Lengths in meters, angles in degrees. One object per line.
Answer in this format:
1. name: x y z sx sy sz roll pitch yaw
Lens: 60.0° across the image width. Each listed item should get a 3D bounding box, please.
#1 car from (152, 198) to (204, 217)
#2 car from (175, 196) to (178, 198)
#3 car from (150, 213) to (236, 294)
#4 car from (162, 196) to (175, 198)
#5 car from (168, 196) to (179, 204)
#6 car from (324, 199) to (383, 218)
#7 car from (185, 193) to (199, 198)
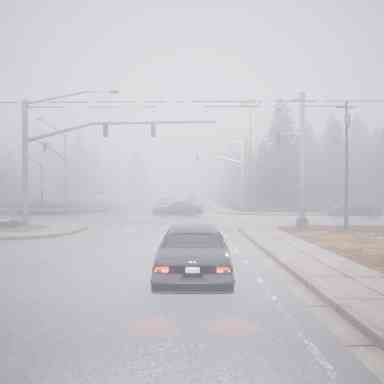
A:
1. car: -1.247 1.541 29.840 4.674 1.442 1.812 0 0 1
2. car: -3.695 1.491 54.695 2.128 1.511 4.902 0 0 0
3. car: 0.030 1.545 8.919 2.033 1.411 5.357 0 0 0
4. car: -3.698 1.505 45.044 1.837 1.490 4.892 0 0 0
5. car: -3.597 1.505 64.573 1.837 1.490 4.892 0 0 1
6. car: 14.248 1.379 29.592 4.553 1.767 2.097 0 0 1
7. car: -0.022 1.221 58.236 2.150 2.045 5.566 0 0 0
